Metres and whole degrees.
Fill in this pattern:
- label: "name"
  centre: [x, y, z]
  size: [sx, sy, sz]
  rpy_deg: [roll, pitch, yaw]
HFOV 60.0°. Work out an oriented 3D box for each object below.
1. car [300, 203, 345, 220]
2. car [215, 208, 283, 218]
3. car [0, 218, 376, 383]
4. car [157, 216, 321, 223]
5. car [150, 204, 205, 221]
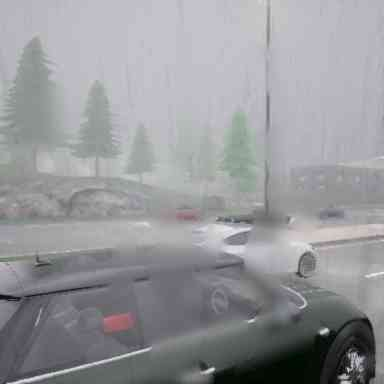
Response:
- label: "car"
  centre: [11.484, 1.685, 29.193]
  size: [4.181, 1.385, 1.994]
  rpy_deg: [0, 0, -33]
- label: "car"
  centre: [3.645, 1.657, 20.013]
  size: [4.718, 1.301, 1.895]
  rpy_deg: [0, 0, -33]
- label: "car"
  centre: [-0.078, 1.355, 3.468]
  size: [4.553, 1.767, 2.097]
  rpy_deg: [1, 0, -35]
- label: "car"
  centre: [1.241, 1.547, 8.607]
  size: [4.674, 1.442, 1.812]
  rpy_deg: [0, 0, -34]
- label: "car"
  centre: [-1.032, 1.600, 25.329]
  size: [4.181, 1.385, 1.994]
  rpy_deg: [0, 0, -33]
